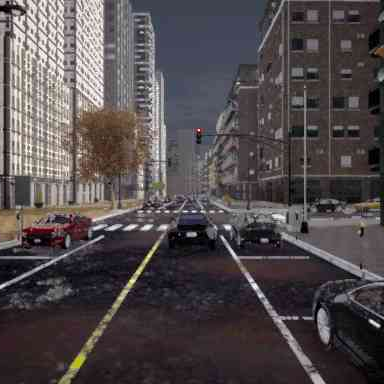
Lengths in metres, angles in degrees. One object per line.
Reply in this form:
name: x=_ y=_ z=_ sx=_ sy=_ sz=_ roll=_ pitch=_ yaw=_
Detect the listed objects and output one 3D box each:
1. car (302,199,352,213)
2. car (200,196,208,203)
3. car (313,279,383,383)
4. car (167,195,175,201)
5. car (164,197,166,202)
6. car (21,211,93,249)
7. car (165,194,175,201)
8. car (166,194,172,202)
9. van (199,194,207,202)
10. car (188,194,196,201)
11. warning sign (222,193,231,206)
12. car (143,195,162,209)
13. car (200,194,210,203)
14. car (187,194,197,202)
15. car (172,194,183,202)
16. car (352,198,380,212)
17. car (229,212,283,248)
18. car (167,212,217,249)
car: x=13.425 y=1.356 z=33.904 sx=4.403 sy=1.369 sz=2.008 roll=-1 pitch=1 yaw=-1
car: x=2.689 y=1.593 z=74.671 sx=1.752 sy=1.417 sz=4.829 roll=0 pitch=0 yaw=0
car: x=2.689 y=1.551 z=3.432 sx=2.008 sy=1.369 sz=4.403 roll=0 pitch=0 yaw=0
car: x=-5.693 y=1.650 z=91.070 sx=2.008 sy=1.369 sz=4.403 roll=0 pitch=0 yaw=0
car: x=-5.692 y=1.602 z=52.410 sx=1.947 sy=1.339 sz=4.313 roll=0 pitch=0 yaw=0
car: x=-5.691 y=1.547 z=14.498 sx=1.887 sy=1.381 sz=4.507 roll=0 pitch=0 yaw=0
car: x=-5.693 y=1.403 z=85.546 sx=2.192 sy=1.841 sz=5.009 roll=0 pitch=0 yaw=0
car: x=-5.692 y=1.643 z=80.024 sx=1.947 sy=1.339 sz=4.313 roll=0 pitch=0 yaw=0
van: x=2.688 y=1.418 z=80.024 sx=1.690 sy=1.788 sz=3.998 roll=0 pitch=0 yaw=0
car: x=0.000 y=1.295 z=86.601 sx=2.097 sy=1.767 sz=4.553 roll=0 pitch=0 yaw=0
warning sign: x=5.069 y=1.148 z=49.012 sx=1.300 sy=1.860 sz=1.060 roll=0 pitch=0 yaw=0
car: x=-5.692 y=1.345 z=46.887 sx=2.192 sy=1.841 sz=5.009 roll=0 pitch=0 yaw=0
car: x=2.689 y=1.624 z=68.978 sx=1.947 sy=1.339 sz=4.313 roll=0 pitch=0 yaw=0
car: x=-0.001 y=1.536 z=73.260 sx=1.994 sy=1.385 sz=4.181 roll=0 pitch=0 yaw=0
car: x=-3.001 y=1.543 z=76.858 sx=1.882 sy=1.535 sz=5.008 roll=0 pitch=0 yaw=0
car: x=18.822 y=1.256 z=33.959 sx=4.829 sy=1.417 sz=1.752 roll=-1 pitch=1 yaw=-1
car: x=2.689 y=1.554 z=14.498 sx=2.008 sy=1.369 sz=4.403 roll=0 pitch=0 yaw=0
car: x=0.000 y=1.576 z=14.650 sx=1.994 sy=1.385 sz=4.181 roll=0 pitch=0 yaw=0
